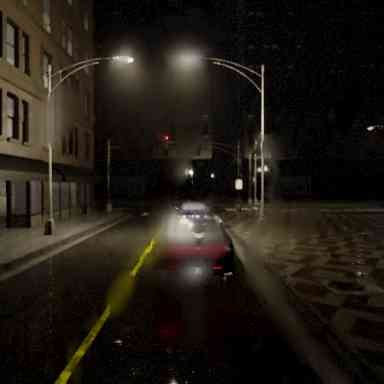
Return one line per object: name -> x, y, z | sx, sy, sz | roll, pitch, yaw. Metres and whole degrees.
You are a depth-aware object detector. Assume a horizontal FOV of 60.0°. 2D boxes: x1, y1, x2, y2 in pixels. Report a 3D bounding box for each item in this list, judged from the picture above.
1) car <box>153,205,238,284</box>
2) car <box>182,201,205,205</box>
car -> 0.081, 1.340, 9.048 | 2.128, 1.511, 4.902 | 0, 1, 0
car -> 0.081, 1.230, 19.161 | 2.033, 1.411, 5.357 | 0, 1, -2
